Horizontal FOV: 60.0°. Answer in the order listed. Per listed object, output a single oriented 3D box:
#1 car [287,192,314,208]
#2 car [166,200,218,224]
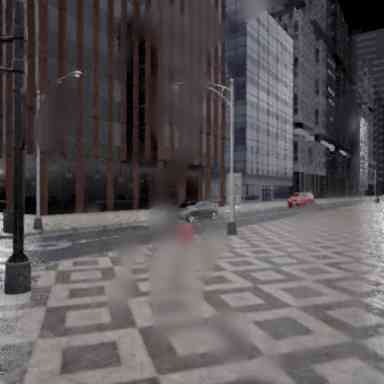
[{"bbox_3d":[14.592,1.058,44.339,2.150,2.045,5.566,0,0,36],"label":"car"},{"bbox_3d":[0.109,1.392,24.217,1.837,1.490,4.892,0,0,36],"label":"car"}]
